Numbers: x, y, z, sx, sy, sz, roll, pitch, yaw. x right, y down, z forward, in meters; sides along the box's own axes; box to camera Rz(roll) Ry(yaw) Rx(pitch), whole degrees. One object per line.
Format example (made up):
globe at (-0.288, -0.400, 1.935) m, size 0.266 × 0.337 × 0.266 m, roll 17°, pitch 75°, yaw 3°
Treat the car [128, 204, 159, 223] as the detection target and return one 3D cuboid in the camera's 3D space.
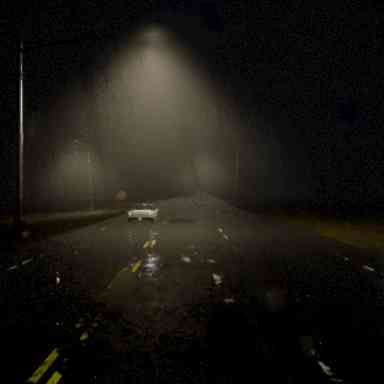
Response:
car at (-3.622, 1.571, 25.363) m, size 1.895 × 1.301 × 4.718 m, roll 0°, pitch 0°, yaw 0°
